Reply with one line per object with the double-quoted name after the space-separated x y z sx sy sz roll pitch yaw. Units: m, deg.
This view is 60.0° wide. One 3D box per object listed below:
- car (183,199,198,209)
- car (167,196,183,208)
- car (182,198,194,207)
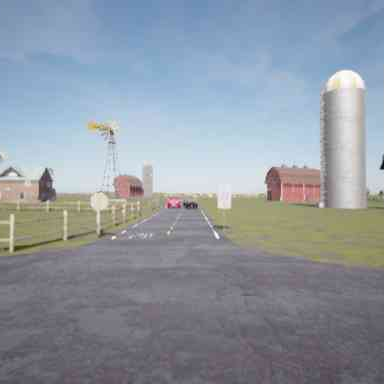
-0.095 1.927 53.186 1.882 1.535 5.008 0 0 -2 "car"
-3.035 1.700 57.254 2.150 2.045 5.566 0 0 -2 "car"
-0.766 2.000 63.295 1.882 1.535 5.008 0 0 -6 "car"
